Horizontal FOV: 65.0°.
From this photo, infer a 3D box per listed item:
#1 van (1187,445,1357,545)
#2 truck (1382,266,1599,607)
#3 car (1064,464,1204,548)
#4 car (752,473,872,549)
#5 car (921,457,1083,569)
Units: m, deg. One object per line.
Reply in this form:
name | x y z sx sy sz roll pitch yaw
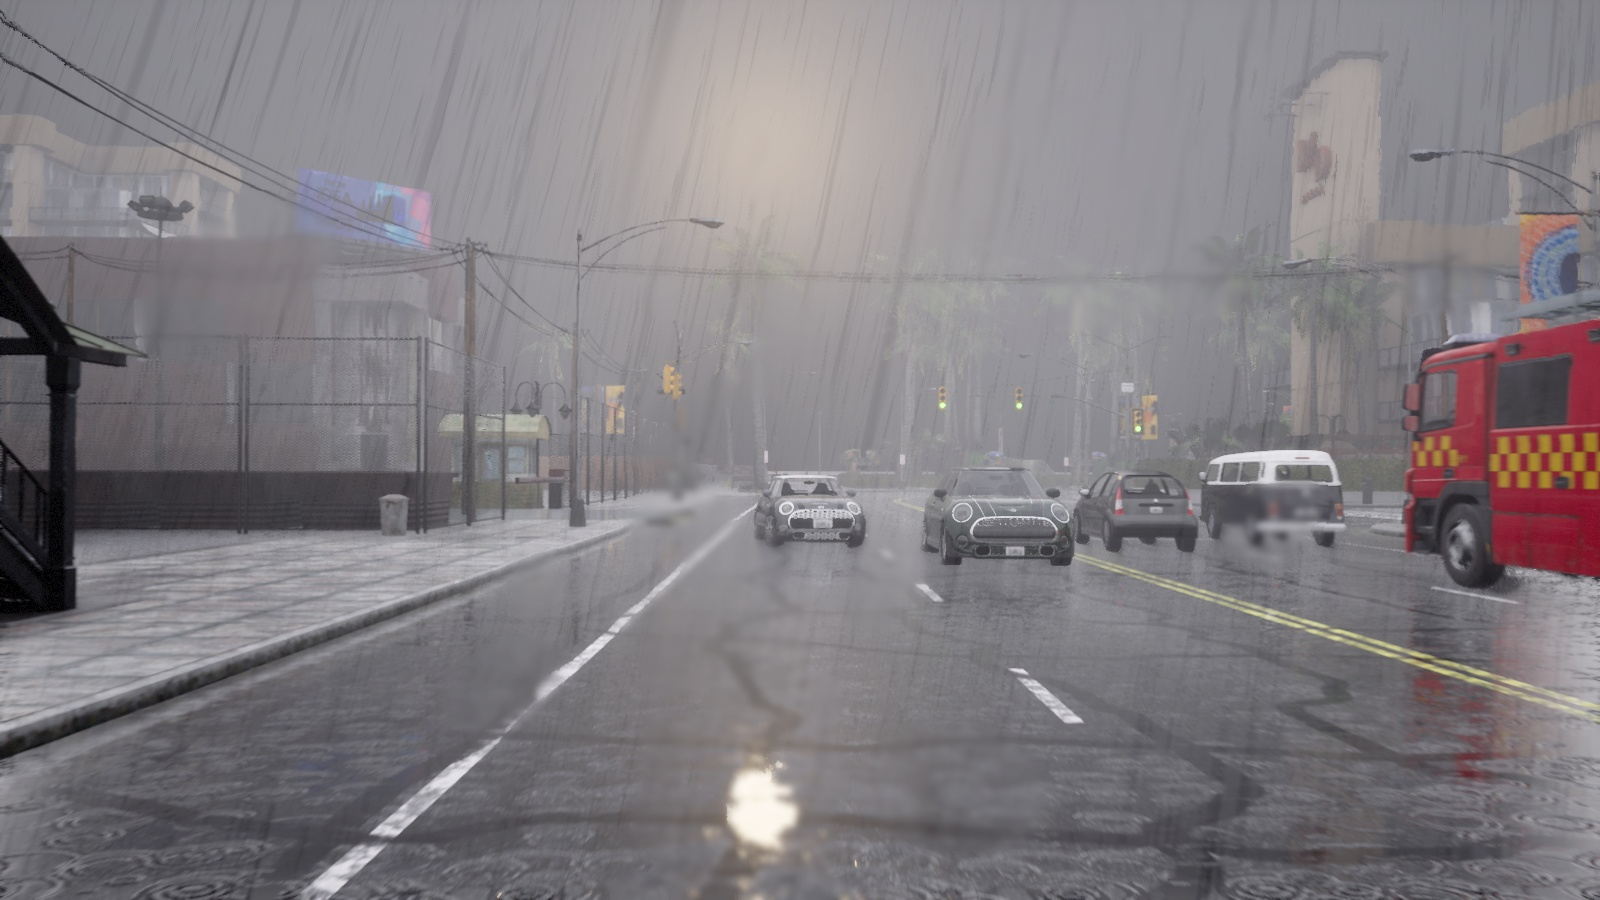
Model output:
van | 10.385 0.966 28.036 2.069 2.038 4.480 0 -1 0
truck | 10.437 -0.140 15.084 2.891 3.827 8.468 0 -1 0
car | 6.895 1.127 26.374 1.851 1.617 3.988 0 -1 0
car | 0.167 1.224 26.579 1.970 1.475 3.806 0 -1 -9
car | 3.413 1.030 22.134 2.097 1.767 4.553 0 -1 0
